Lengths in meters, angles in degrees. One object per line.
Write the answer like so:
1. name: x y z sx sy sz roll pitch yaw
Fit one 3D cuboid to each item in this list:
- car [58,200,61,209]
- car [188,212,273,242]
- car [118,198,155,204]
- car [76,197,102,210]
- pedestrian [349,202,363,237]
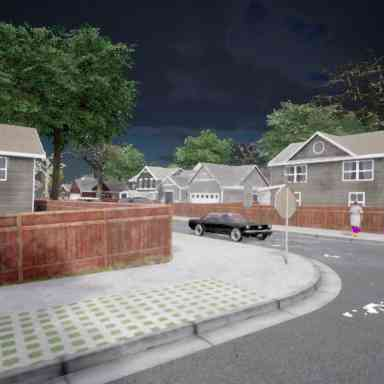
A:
1. car: -18.305 1.826 44.521 2.097 1.767 4.553 2 -2 -38
2. car: 1.863 1.719 17.101 1.895 1.301 4.718 2 -2 -35
3. car: -4.041 1.465 25.498 2.150 2.045 5.566 2 -2 -36
4. car: -10.374 1.579 34.131 2.150 2.045 5.566 2 -2 -37
5. pedestrian: 8.670 1.413 17.617 0.375 1.860 0.375 1 -1 -35
